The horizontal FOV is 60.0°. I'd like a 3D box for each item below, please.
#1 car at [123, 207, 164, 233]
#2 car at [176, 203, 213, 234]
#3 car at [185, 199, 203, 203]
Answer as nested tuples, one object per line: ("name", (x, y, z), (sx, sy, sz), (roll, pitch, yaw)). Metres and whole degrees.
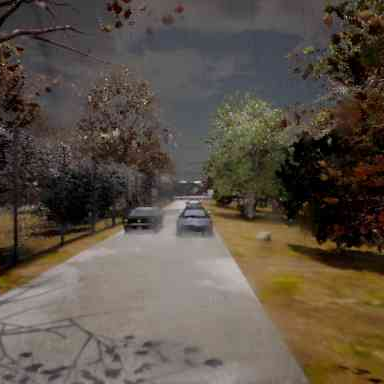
("car", (-2.775, 1.600, 19.824), (1.895, 1.301, 4.718), (0, 0, 1))
("car", (0.146, 1.563, 19.046), (1.994, 1.385, 4.181), (0, 0, 0))
("car", (0.224, 1.525, 36.617), (1.812, 1.442, 4.674), (0, 0, 0))
